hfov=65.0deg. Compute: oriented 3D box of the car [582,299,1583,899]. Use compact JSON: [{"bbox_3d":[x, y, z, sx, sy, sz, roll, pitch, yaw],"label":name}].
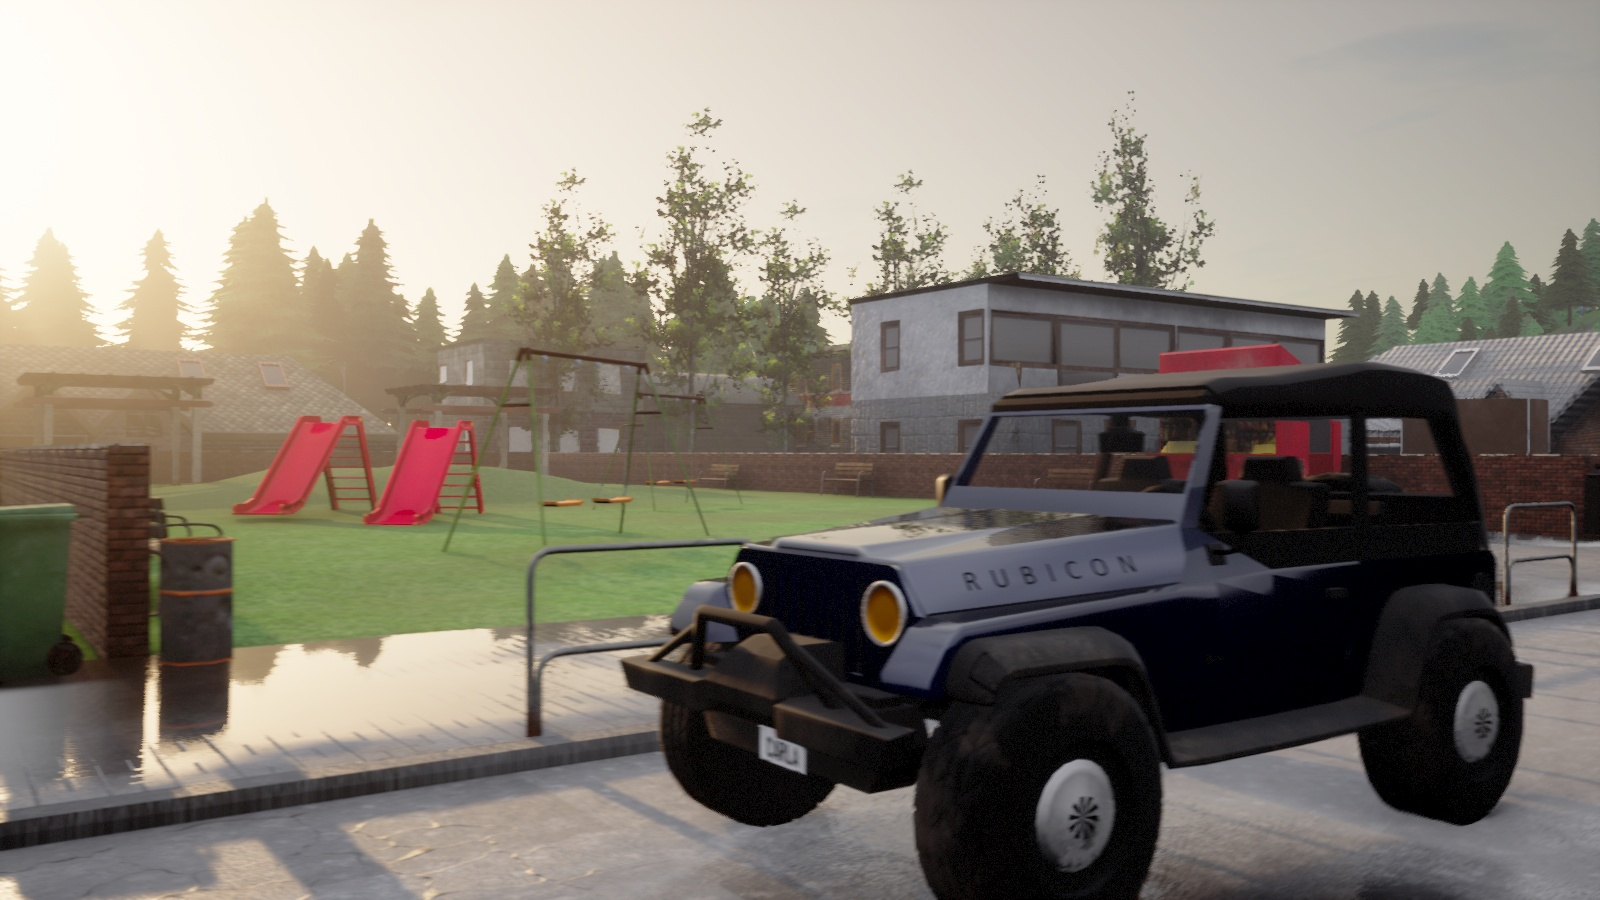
[{"bbox_3d":[1.292,0.551,5.168,3.866,1.878,1.905,0,0,-35],"label":"car"}]
